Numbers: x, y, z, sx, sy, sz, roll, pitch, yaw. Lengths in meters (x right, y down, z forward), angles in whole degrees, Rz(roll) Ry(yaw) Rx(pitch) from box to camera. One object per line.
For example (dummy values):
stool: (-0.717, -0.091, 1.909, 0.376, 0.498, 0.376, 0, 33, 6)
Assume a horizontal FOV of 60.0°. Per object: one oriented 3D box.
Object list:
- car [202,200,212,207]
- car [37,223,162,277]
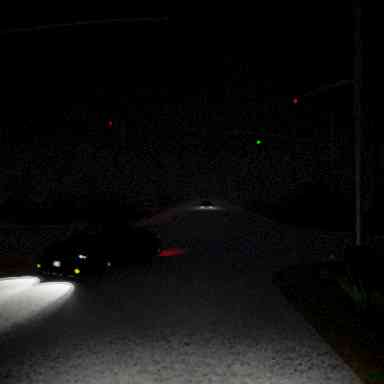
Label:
car: (2.719, 2.049, 60.762, 1.895, 1.301, 4.718, 0, 0, 3)
car: (-2.707, 1.711, 10.622, 1.994, 1.385, 4.181, 0, 0, 27)
